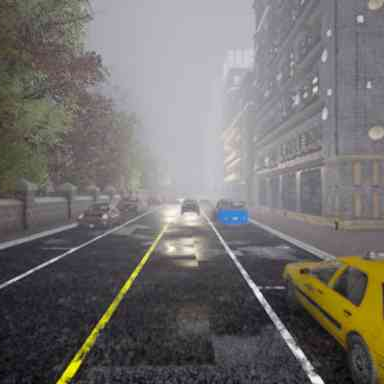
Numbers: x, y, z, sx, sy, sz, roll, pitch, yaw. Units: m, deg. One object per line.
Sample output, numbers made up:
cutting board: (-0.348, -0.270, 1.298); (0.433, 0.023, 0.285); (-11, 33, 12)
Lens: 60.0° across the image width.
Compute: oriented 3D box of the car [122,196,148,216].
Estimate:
car: (-5.940, 1.313, 32.405); (2.192, 1.841, 5.009); (0, 0, 0)

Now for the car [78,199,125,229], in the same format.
car: (-5.850, 1.443, 21.328); (1.967, 1.590, 4.097); (0, 0, 0)

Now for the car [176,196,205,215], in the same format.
car: (-0.158, 1.472, 33.061); (2.128, 1.511, 4.902); (0, 0, 0)

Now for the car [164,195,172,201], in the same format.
car: (-6.389, 1.520, 87.620); (1.752, 1.417, 4.829); (0, 0, 0)

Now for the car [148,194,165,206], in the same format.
car: (-6.120, 1.307, 54.560); (2.192, 1.841, 5.009); (0, 0, 0)

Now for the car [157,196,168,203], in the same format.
car: (-6.256, 1.557, 71.175); (1.947, 1.339, 4.313); (0, 0, 0)

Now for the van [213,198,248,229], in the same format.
van: (2.530, 1.320, 21.399); (1.690, 1.788, 3.998); (0, 0, 0)

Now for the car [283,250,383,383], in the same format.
car: (2.663, 1.514, 4.953); (1.752, 1.417, 4.829); (0, 0, 0)

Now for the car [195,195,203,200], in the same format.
car: (1.944, 1.523, 93.399); (2.008, 1.369, 4.403); (0, 0, 0)

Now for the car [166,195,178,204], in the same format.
car: (-3.520, 1.355, 62.910); (2.097, 1.767, 4.553); (0, 0, 0)

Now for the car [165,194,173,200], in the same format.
car: (-6.436, 1.436, 93.329); (1.967, 1.590, 4.097); (0, 0, 0)

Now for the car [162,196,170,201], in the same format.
car: (-6.345, 1.575, 82.252); (1.802, 1.307, 4.206); (0, 0, 0)

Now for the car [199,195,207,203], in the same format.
car: (2.214, 1.518, 60.168); (2.008, 1.369, 4.403); (0, 0, 0)

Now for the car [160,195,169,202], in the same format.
car: (-6.300, 1.432, 76.713); (1.967, 1.590, 4.097); (0, 0, 0)

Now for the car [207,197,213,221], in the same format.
car: (2.485, 1.416, 26.938); (1.967, 1.590, 4.097); (0, 0, 0)
